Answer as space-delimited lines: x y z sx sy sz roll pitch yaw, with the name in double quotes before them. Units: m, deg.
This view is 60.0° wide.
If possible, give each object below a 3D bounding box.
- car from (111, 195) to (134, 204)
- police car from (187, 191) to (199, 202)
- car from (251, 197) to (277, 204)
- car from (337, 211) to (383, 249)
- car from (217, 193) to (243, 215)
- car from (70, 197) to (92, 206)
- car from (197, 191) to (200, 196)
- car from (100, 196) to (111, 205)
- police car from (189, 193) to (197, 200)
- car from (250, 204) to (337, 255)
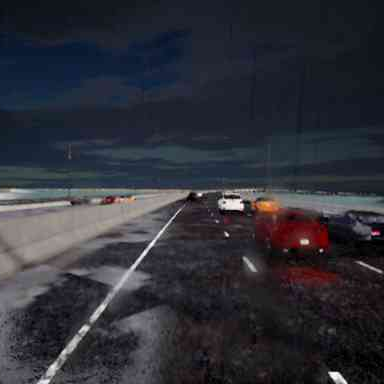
"car" -10.111 1.227 50.023 2.097 1.767 4.553 0 0 1
"police car" -0.081 1.222 72.872 1.930 1.638 5.238 0 0 2
"car" 7.320 1.274 34.060 2.097 1.767 4.553 0 0 1
"car" 7.140 1.519 14.312 2.033 1.411 5.357 0 0 0
"car" 3.810 1.145 33.470 2.150 2.045 5.566 0 0 1
"car" -17.081 1.471 51.127 1.895 1.301 4.718 0 0 2
"car" 0.200 0.986 82.773 2.150 2.045 5.566 0 0 2
"car" -13.510 1.338 54.364 1.882 1.535 5.008 0 0 2
"police car" 0.388 1.162 88.841 1.930 1.638 5.238 0 0 2
"car" 3.636 1.451 13.165 1.882 1.535 5.008 0 0 0
